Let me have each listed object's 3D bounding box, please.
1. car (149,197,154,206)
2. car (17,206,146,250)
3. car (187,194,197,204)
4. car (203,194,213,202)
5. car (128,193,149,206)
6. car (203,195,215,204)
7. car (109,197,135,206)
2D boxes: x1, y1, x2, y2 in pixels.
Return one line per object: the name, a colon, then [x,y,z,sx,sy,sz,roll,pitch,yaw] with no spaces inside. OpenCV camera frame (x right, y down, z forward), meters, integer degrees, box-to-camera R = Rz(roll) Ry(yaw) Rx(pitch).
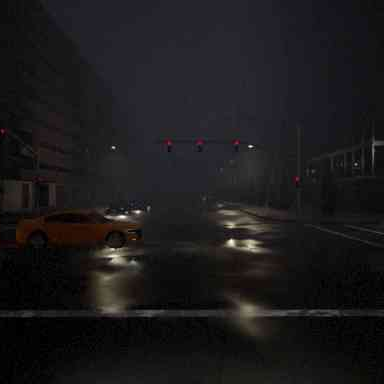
car: [-7.340,1.547,54.552,2.033,1.411,5.357,0,0,1]
car: [-4.616,1.503,13.958,5.008,1.535,1.882,0,0,0]
car: [-0.038,1.564,64.574,1.994,1.385,4.181,0,0,1]
car: [3.465,1.355,74.531,2.097,1.767,4.553,0,0,1]
car: [-7.452,1.221,44.088,2.150,2.045,5.566,0,0,1]
car: [3.461,1.491,64.666,2.128,1.511,4.902,0,0,1]
car: [-7.466,1.526,34.177,1.812,1.442,4.674,0,0,0]
